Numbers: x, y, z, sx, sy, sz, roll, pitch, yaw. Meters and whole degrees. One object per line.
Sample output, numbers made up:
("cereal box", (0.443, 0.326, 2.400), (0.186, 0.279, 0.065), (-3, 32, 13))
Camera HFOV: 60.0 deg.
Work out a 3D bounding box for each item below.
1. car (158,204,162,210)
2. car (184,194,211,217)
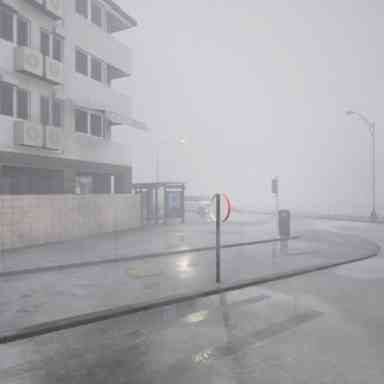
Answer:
("car", (-5.494, 1.526, 40.295), (1.812, 1.442, 4.674), (0, 0, -35))
("car", (0.652, 1.221, 31.642), (2.150, 2.045, 5.566), (0, 0, -35))
